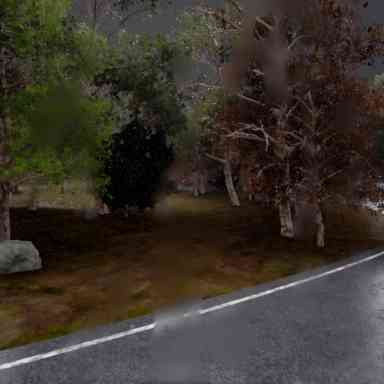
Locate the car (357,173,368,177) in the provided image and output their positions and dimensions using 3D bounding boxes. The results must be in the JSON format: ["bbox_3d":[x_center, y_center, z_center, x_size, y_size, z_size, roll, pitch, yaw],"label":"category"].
[{"bbox_3d":[35.205,-2.833,66.998,4.181,1.385,1.994,-3,3,3],"label":"car"}]

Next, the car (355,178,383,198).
[{"bbox_3d":[19.106,-0.231,34.177,2.097,1.767,4.553,-6,4,-42],"label":"car"}]

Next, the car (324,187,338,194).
[{"bbox_3d":[17.369,-0.253,42.180,1.895,1.301,4.718,-5,3,-21],"label":"car"}]
